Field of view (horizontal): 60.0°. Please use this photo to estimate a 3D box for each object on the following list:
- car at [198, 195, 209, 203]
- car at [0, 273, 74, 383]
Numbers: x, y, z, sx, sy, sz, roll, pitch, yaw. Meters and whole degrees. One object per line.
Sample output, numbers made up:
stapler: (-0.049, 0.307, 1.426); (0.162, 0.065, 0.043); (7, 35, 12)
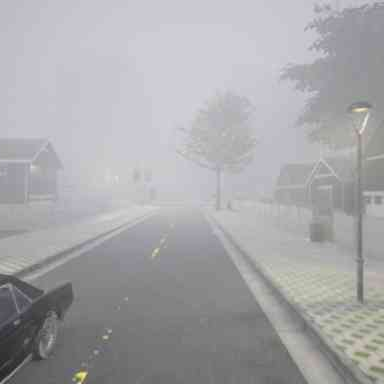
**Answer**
car: (3.202, 1.866, 83.345); (1.967, 1.590, 4.097); (0, 0, 0)
car: (-2.843, 1.616, 3.182); (1.895, 1.301, 4.718); (0, 0, 0)
